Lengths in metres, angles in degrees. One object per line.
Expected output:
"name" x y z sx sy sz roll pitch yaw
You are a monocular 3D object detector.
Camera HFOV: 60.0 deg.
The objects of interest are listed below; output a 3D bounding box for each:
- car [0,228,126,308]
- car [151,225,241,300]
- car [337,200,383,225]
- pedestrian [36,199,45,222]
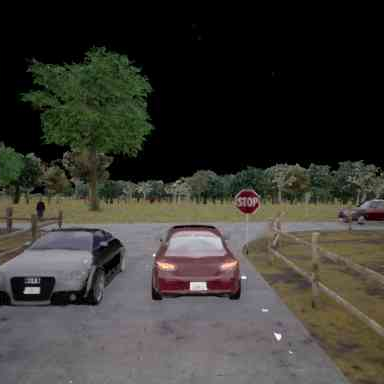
"car" -2.856 1.575 7.925 1.994 1.385 4.181 0 0 0
"car" 0.038 1.538 8.297 1.812 1.442 4.674 0 0 -2
"car" 12.802 1.356 23.624 4.553 1.767 2.097 0 -1 -1
"pedestrian" -12.155 1.433 26.719 0.375 1.860 0.375 0 -1 0
